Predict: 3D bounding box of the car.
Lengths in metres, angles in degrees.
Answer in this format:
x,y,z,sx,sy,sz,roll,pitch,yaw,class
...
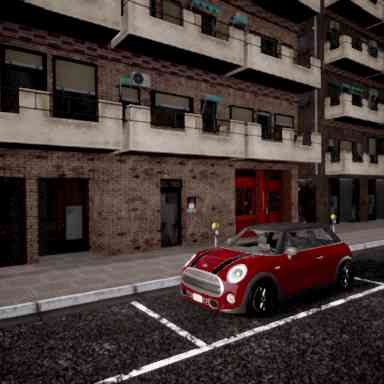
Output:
x,y,z,sx,sy,sz,roll,pitch,yaw,class
1.722,1.438,7.341,4.097,1.590,1.967,0,-1,-36,car
